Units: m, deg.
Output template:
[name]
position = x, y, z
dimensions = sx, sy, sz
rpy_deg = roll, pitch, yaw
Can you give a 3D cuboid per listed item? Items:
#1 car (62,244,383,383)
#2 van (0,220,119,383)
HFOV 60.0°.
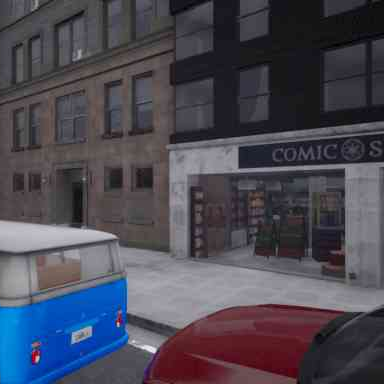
[car]
position = 1.899, 1.315, 1.456
dimensions = 5.009, 1.841, 2.192
rpy_deg = 0, 0, 36
[van]
position = -2.723, 1.341, 4.755
dimensions = 3.998, 1.788, 1.690
rpy_deg = 0, 0, 36
